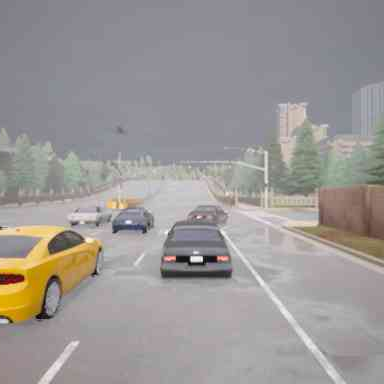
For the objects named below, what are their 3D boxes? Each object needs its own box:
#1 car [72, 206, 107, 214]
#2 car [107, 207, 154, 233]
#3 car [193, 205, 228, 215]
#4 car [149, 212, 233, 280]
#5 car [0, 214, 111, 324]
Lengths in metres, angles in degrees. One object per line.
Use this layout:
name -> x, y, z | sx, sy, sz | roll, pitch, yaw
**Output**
car -> -6.909, 1.626, 23.123 | 1.895, 1.301, 4.718 | 0, 0, 0
car -> -3.406, 1.586, 19.849 | 1.994, 1.385, 4.181 | 0, 0, 0
car -> 1.172, 1.571, 22.386 | 2.033, 1.411, 5.357 | 0, 0, 16
car -> 0.094, 1.558, 9.988 | 2.033, 1.411, 5.357 | 0, 0, 0
car -> -3.402, 1.485, 7.337 | 1.882, 1.535, 5.008 | 0, 0, 0
